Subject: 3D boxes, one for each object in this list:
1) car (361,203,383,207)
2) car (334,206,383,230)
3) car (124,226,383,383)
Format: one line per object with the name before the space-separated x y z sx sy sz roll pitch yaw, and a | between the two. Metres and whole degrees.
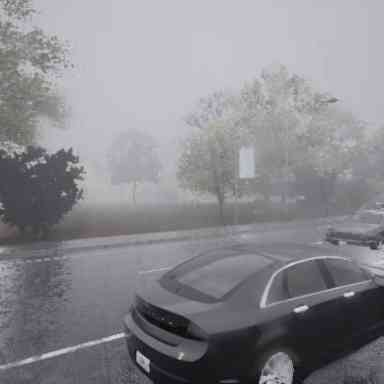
car | 12.443 1.511 22.543 4.902 1.511 2.128 0 0 -39
car | 7.901 1.561 14.452 5.357 1.411 2.033 0 0 -38
car | 1.445 1.512 4.900 4.892 1.490 1.837 0 0 -36
